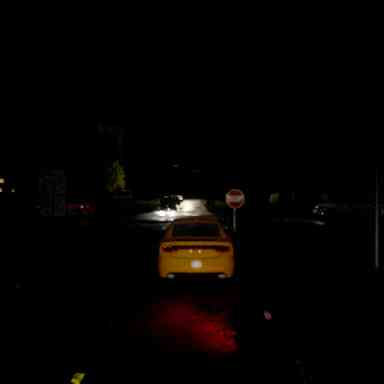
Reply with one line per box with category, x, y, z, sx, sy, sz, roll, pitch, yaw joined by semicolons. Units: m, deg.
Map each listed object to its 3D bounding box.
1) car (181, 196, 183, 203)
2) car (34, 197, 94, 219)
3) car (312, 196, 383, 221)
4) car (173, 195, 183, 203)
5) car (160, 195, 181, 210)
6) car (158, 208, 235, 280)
car;-2.820;1.443;53.349;1.812;1.442;4.674;0;0;0
car;-10.585;1.233;27.443;4.553;1.767;2.097;0;0;10
car;13.104;1.337;28.077;5.566;2.045;2.150;1;-1;-2
car;-2.745;1.419;67.082;1.812;1.442;4.674;0;0;0
car;-2.862;1.429;41.590;2.128;1.511;4.902;0;0;1
car;0.102;1.464;9.896;1.882;1.535;5.008;0;0;0
